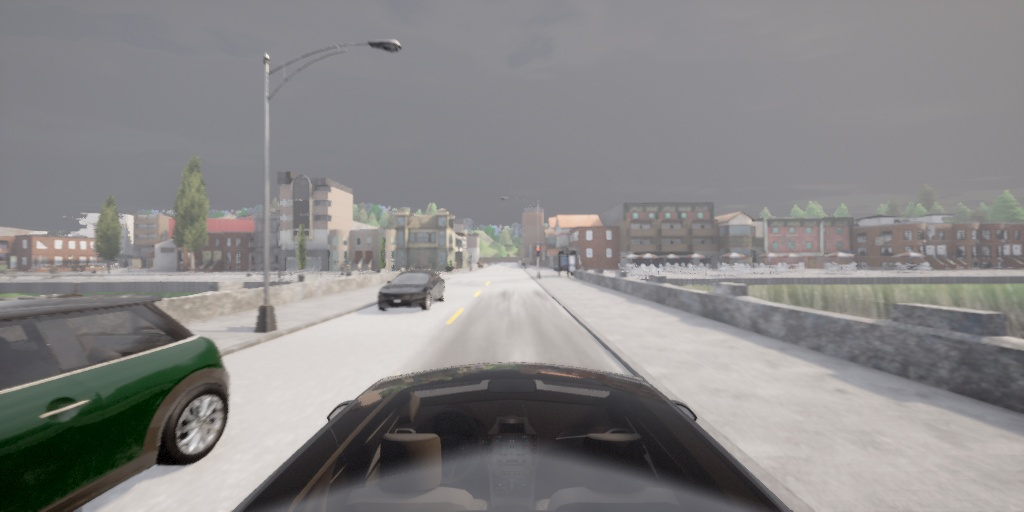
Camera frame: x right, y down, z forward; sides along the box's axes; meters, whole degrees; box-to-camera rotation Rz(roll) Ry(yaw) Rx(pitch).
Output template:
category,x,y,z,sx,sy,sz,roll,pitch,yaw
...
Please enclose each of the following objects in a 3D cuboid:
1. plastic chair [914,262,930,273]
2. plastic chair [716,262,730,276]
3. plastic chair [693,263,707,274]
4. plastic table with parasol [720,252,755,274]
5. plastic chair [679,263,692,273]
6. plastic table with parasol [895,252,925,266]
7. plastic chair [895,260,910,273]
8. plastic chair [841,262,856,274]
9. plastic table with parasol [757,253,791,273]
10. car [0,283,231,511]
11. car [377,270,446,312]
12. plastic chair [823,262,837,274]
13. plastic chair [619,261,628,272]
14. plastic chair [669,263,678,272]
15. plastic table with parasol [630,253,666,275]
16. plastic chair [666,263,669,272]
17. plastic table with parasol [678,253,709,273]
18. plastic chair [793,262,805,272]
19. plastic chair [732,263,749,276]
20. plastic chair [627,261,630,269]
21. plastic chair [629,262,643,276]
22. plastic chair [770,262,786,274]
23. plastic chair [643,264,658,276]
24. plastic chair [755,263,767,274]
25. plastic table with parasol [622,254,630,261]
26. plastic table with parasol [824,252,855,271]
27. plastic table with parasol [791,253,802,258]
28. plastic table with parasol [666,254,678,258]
category,x,y,z,sx,sy,sz,roll,pitch,yaw
plastic chair,47.874,1.348,41.723,0.750,1.272,0.730,0,0,0
plastic chair,22.576,1.470,38.607,0.730,1.272,0.750,0,0,0
plastic chair,22.774,1.511,43.407,0.750,1.272,0.730,0,0,0
plastic table with parasol,23.776,0.859,38.558,2.482,2.480,2.482,0,0,0
plastic chair,21.673,1.530,44.806,0.730,1.272,0.750,0,0,0
plastic table with parasol,47.973,0.757,43.223,2.482,2.480,2.482,0,0,0
plastic chair,46.773,1.367,43.122,0.730,1.272,0.750,0,0,0
plastic chair,37.775,1.394,40.116,0.750,1.272,0.730,0,0,0
plastic table with parasol,30.484,0.853,42.392,2.482,2.480,2.482,0,0,0
car,-4.100,1.128,1.951,2.097,1.767,4.553,0,0,0
car,-4.101,1.372,15.340,1.882,1.535,5.008,0,-1,0
plastic chair,36.637,1.412,41.514,0.730,1.272,0.750,0,0,0
plastic chair,14.671,1.599,47.902,0.730,1.272,0.750,0,0,0
plastic chair,22.470,1.564,49.207,0.750,1.272,0.730,0,0,0
plastic table with parasol,15.146,0.922,39.963,2.482,2.480,2.482,0,0,0
plastic chair,21.301,1.583,50.602,0.730,1.272,0.750,0,0,-1
plastic table with parasol,22.873,0.919,44.757,2.482,2.480,2.482,0,0,0
plastic chair,37.372,1.454,46.716,0.750,1.272,0.730,0,0,0
plastic chair,23.677,1.452,37.208,0.750,1.272,0.730,0,0,0
plastic chair,15.772,1.580,46.503,0.750,1.272,0.730,0,0,0
plastic chair,13.876,1.535,40.102,0.730,1.272,0.750,0,0,0
plastic chair,30.475,1.446,41.112,0.750,1.272,0.730,0,0,0
plastic chair,14.976,1.516,38.703,0.750,1.272,0.730,0,0,0
plastic chair,29.306,1.465,42.508,0.730,1.272,0.750,0,0,-1
plastic table with parasol,15.891,0.986,47.783,2.482,2.480,2.482,0,0,0
plastic table with parasol,37.765,0.801,41.426,2.482,2.480,2.482,0,0,0
plastic table with parasol,37.401,0.863,48.176,2.482,2.480,2.482,0,0,0
plastic table with parasol,22.480,0.973,50.677,2.482,2.480,2.482,0,0,0
